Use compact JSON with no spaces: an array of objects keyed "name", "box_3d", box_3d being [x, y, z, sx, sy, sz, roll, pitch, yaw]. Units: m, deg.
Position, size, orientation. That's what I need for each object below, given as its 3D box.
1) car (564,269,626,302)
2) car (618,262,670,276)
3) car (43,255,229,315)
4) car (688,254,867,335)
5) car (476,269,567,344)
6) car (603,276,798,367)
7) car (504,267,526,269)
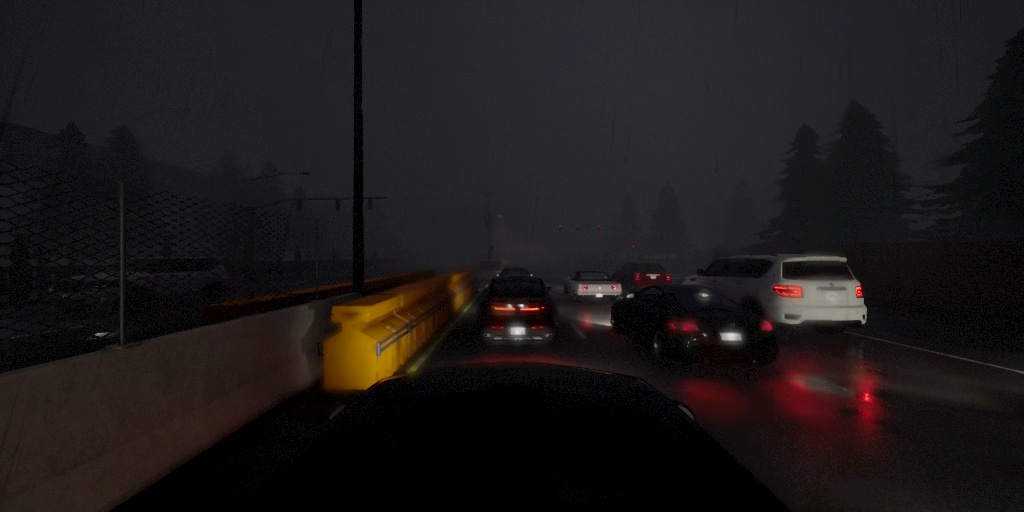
[{"name":"car","box_3d":[3.642,1.351,17.139,1.895,1.301,4.718,0,0,0]},{"name":"car","box_3d":[7.150,1.102,20.243,2.097,1.767,4.553,0,0,0]},{"name":"car","box_3d":[-13.998,0.974,14.019,2.150,2.045,5.566,0,0,1]},{"name":"car","box_3d":[7.125,0.971,10.657,2.150,2.045,5.566,0,0,0]},{"name":"car","box_3d":[0.121,1.255,9.587,1.837,1.490,4.892,0,0,0]},{"name":"car","box_3d":[3.625,1.314,7.958,1.994,1.385,4.181,0,0,-1]},{"name":"car","box_3d":[0.145,1.297,19.105,2.033,1.411,5.357,0,0,0]}]
